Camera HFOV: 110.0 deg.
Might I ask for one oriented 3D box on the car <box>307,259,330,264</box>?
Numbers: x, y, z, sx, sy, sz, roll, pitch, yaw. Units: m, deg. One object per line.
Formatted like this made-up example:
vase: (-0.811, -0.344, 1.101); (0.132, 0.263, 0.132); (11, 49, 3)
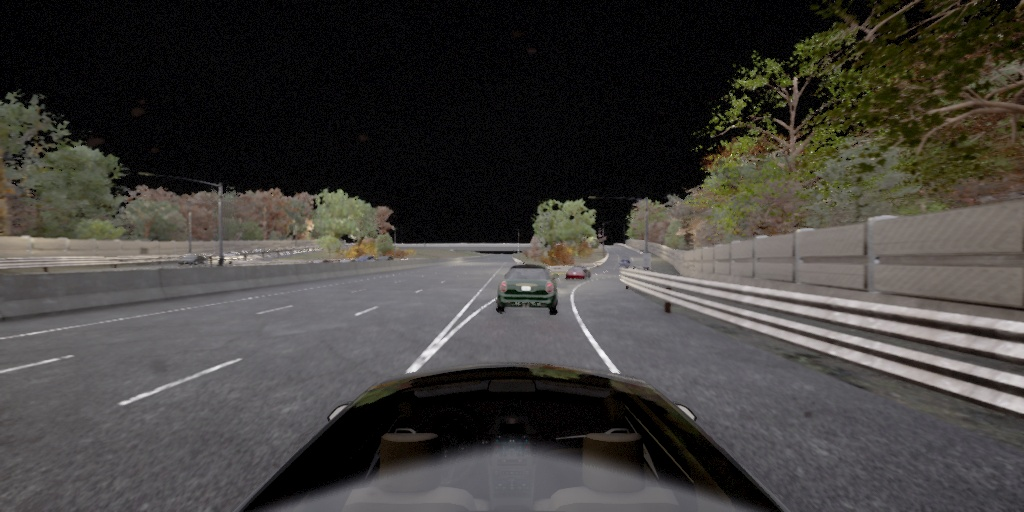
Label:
car: (-28.193, 1.223, 52.824); (1.882, 1.535, 5.008); (0, 0, 0)

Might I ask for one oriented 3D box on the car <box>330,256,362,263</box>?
car: (-24.689, 1.228, 53.707); (1.882, 1.535, 5.008); (0, 0, 0)

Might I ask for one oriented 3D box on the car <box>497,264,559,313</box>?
car: (0.747, 1.110, 14.178); (2.097, 1.767, 4.553); (0, 0, 7)

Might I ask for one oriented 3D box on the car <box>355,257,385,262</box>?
car: (-21.193, 1.258, 53.813); (1.837, 1.490, 4.892); (0, 0, 0)

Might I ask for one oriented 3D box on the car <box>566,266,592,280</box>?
car: (7.112, 1.779, 37.959); (1.994, 1.385, 4.181); (0, -1, 23)
